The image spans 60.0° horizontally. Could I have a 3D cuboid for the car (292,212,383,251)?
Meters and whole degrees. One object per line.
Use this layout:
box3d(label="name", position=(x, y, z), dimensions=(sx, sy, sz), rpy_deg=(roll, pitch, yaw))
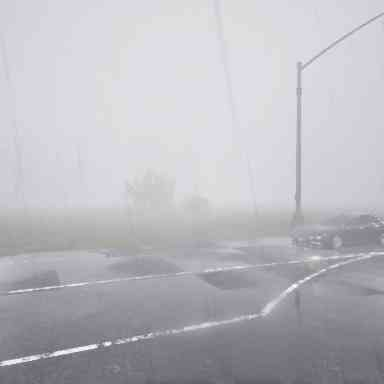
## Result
box3d(label="car", position=(6.552, 1.652, 14.325), dimensions=(4.892, 1.490, 1.837), rpy_deg=(0, 0, -25))
